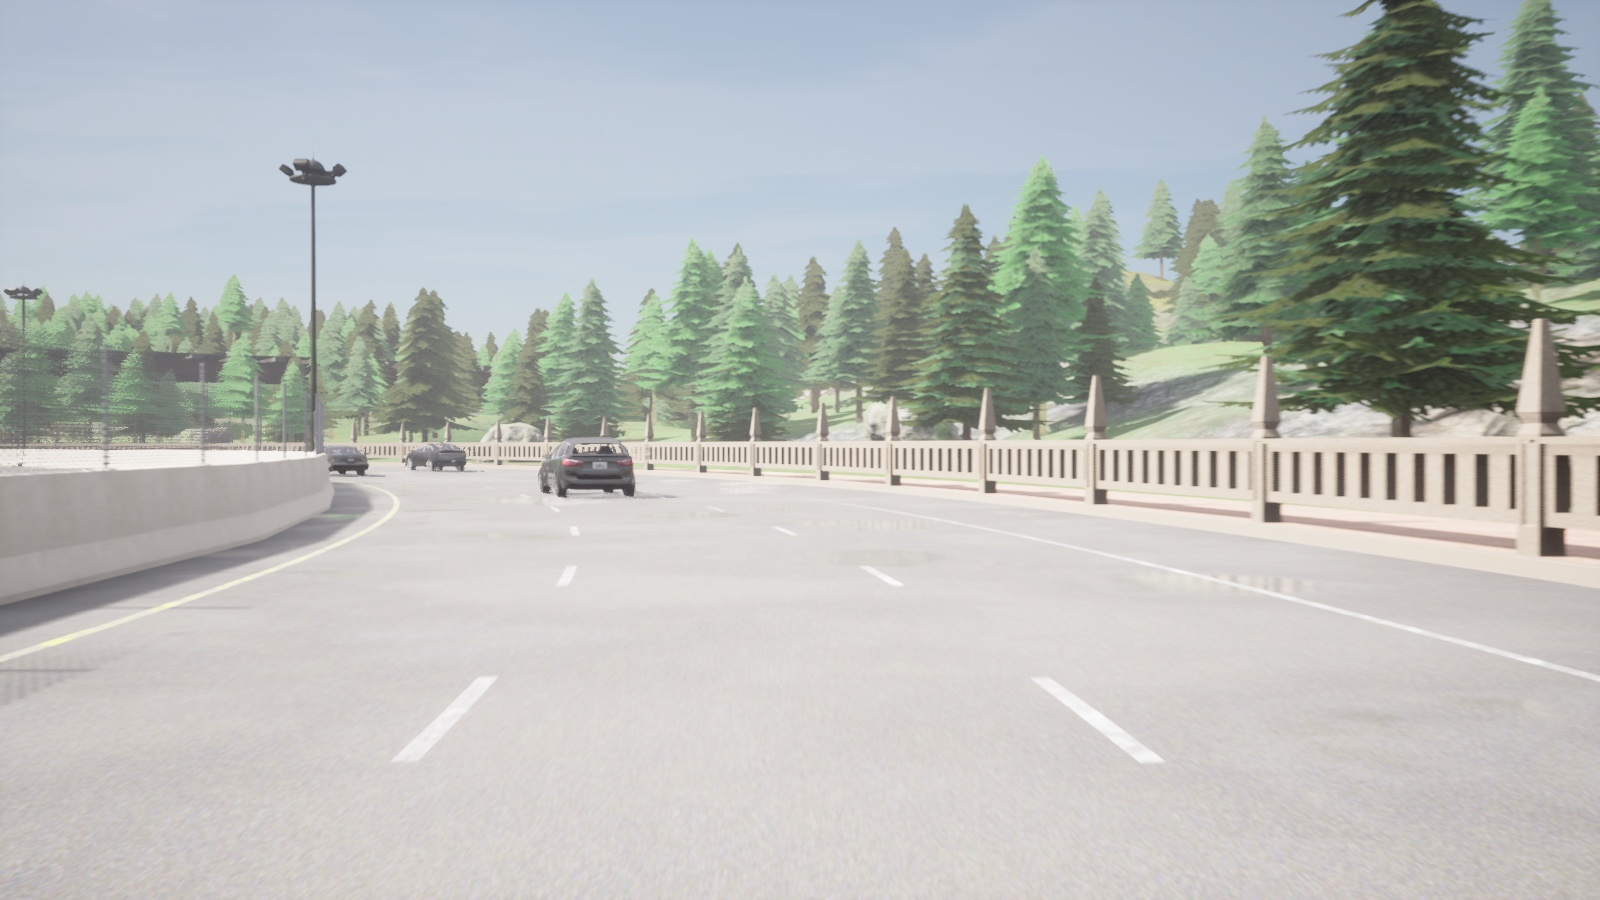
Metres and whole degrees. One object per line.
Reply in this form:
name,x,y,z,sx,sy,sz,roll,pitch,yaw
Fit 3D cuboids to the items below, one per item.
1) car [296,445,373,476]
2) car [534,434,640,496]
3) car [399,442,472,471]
car,-22.049,0.469,59.367,2.033,1.411,5.357,0,0,-36
car,-6.243,0.390,36.371,2.242,1.667,4.611,0,0,-20
car,-19.781,0.330,67.952,2.128,1.511,4.902,0,0,-38
